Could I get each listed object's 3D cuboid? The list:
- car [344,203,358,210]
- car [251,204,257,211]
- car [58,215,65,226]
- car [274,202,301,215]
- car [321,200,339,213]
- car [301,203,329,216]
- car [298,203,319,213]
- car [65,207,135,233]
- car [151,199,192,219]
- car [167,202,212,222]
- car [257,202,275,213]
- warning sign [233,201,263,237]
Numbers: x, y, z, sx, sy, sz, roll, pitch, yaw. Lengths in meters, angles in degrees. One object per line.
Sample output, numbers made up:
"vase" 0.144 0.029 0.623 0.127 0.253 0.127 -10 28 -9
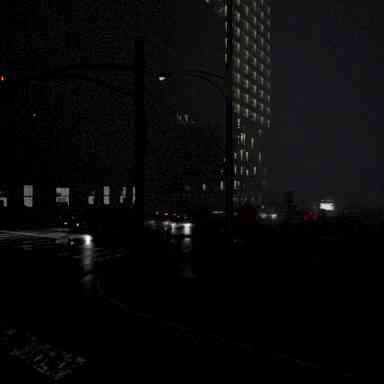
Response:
"car" 31.480 2.837 65.732 1.812 1.442 4.674 0 -1 33
"car" 9.845 2.497 52.327 1.895 1.301 4.718 0 -1 33
"car" -7.697 1.921 25.279 1.895 1.301 4.718 0 -1 33
"car" 13.630 2.395 46.075 2.033 1.411 5.357 0 -1 33
"car" 21.914 2.254 53.003 2.150 2.045 5.566 0 -1 33
"car" 16.496 2.456 44.519 1.895 1.301 4.718 0 -1 33
"car" 19.164 2.576 54.737 2.033 1.411 5.357 0 -1 33
"car" -5.681 1.805 22.413 1.837 1.490 4.892 0 -1 33
"car" -1.852 1.736 34.337 2.150 2.045 5.566 0 -1 33
"car" 0.108 1.997 31.379 1.837 1.490 4.892 0 -1 33
"car" 12.016 2.233 49.713 2.097 1.767 4.553 0 -1 33
"warning sign" 3.109 1.454 18.570 1.300 1.860 1.060 1 1 33
